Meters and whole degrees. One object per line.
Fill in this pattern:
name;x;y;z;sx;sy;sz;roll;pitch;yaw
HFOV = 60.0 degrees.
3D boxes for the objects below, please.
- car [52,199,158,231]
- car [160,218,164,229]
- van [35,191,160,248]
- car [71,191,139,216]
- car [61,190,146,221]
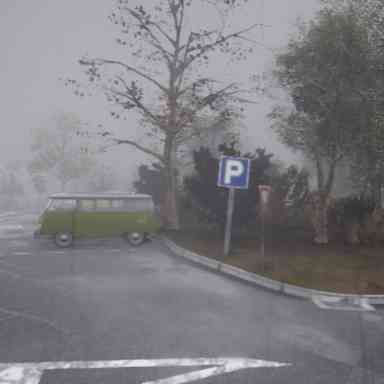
car;-4.675;1.210;18.335;5.366;1.575;1.946;0;0;-14
car;-4.046;1.227;15.750;5.366;1.575;1.946;0;0;-14
van;-3.676;1.026;12.962;4.442;1.987;1.878;0;0;-14
car;-7.552;0.964;29.141;5.566;2.045;2.435;0;0;-14
car;-6.234;0.945;23.839;5.566;2.045;2.435;0;0;-14
